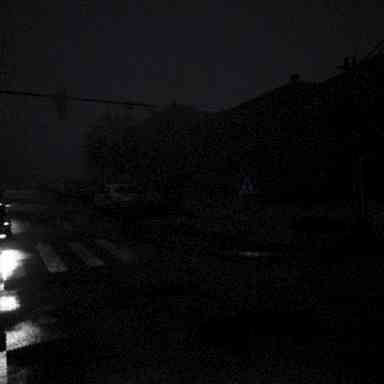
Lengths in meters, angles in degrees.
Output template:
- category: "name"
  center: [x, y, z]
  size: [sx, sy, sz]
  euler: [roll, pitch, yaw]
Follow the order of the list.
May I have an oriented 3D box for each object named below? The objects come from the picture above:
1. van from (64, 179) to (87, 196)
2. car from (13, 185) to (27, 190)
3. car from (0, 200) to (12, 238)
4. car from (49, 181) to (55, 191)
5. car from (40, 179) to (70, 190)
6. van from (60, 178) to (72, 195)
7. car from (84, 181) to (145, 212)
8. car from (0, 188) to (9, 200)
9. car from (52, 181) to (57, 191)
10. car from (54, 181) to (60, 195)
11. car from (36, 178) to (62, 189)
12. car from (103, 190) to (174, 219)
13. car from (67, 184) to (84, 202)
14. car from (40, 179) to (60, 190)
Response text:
- category: "van"
  center: [-10.748, -0.130, 35.314]
  size: [1.878, 1.987, 4.442]
  euler: [3, 4, 41]
- category: "car"
  center: [-36.073, -0.693, 70.020]
  size: [1.895, 1.301, 4.718]
  euler: [-3, -3, -15]
- category: "car"
  center: [-9.604, 1.360, 15.721]
  size: [1.895, 1.301, 4.718]
  euler: [-2, 4, -30]
- category: "car"
  center: [-16.653, -0.459, 45.930]
  size: [2.002, 1.452, 4.674]
  euler: [3, 4, 40]
- category: "car"
  center: [-24.250, -1.357, 58.973]
  size: [2.185, 1.767, 4.553]
  euler: [2, 3, 39]
- category: "van"
  center: [-12.241, -0.278, 37.944]
  size: [1.878, 1.987, 4.442]
  euler: [3, 4, 41]
- category: "car"
  center: [-4.708, 0.429, 24.923]
  size: [2.435, 2.045, 5.566]
  euler: [3, 4, 41]
- category: "car"
  center: [-14.767, 0.753, 24.598]
  size: [2.128, 1.511, 4.902]
  euler: [-2, 4, -30]
- category: "car"
  center: [-15.145, -0.312, 43.307]
  size: [2.002, 1.452, 4.674]
  euler: [3, 4, 40]
- category: "car"
  center: [-13.538, -0.214, 40.817]
  size: [1.946, 1.575, 5.366]
  euler: [3, 4, 41]
- category: "car"
  center: [-22.700, -1.335, 56.342]
  size: [2.435, 2.045, 5.566]
  euler: [3, 4, 40]
- category: "car"
  center: [-3.231, 0.868, 22.294]
  size: [2.002, 1.452, 4.674]
  euler: [3, 4, 40]
- category: "car"
  center: [-9.196, 0.240, 32.788]
  size: [2.231, 1.521, 4.892]
  euler: [3, 4, 41]
- category: "car"
  center: [-21.046, -0.948, 53.909]
  size: [1.946, 1.575, 5.366]
  euler: [3, 4, 40]
